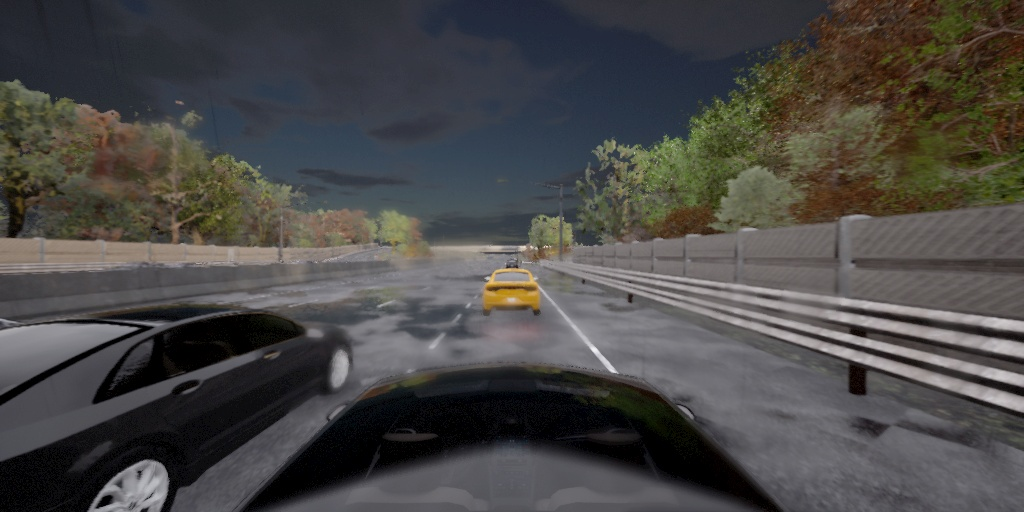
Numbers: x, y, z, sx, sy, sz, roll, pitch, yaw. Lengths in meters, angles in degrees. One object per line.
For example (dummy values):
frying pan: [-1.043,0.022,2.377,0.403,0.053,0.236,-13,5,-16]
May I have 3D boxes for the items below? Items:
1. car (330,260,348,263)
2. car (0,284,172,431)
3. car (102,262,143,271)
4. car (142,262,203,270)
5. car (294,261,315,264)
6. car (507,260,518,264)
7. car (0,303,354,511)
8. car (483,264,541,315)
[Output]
car: [-21.060,1.243,43.667,2.128,1.511,4.902,0,0,0]
car: [-6.898,1.239,3.704,2.128,1.511,4.902,0,0,0]
car: [-31.565,1.232,30.350,2.128,1.511,4.902,0,0,0]
car: [-28.052,1.305,30.470,1.994,1.385,4.181,0,0,1]
car: [-24.561,1.298,42.385,2.033,1.411,5.357,0,0,0]
car: [0.058,1.287,56.277,1.812,1.442,4.674,0,0,1]
car: [-3.399,1.253,3.733,1.837,1.490,4.892,0,0,0]
car: [0.000,1.219,13.613,1.882,1.535,5.008,0,0,0]
